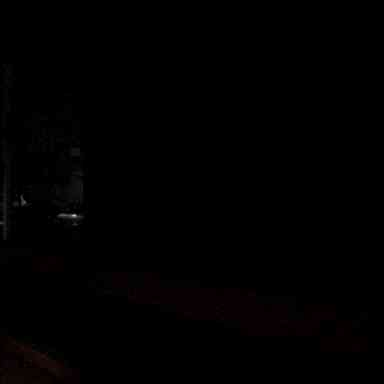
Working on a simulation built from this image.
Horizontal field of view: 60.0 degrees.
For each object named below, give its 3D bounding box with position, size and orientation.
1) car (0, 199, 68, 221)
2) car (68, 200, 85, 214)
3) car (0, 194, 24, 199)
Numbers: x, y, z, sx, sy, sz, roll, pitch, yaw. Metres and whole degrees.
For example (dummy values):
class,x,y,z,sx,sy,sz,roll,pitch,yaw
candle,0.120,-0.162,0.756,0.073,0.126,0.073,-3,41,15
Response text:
class,x,y,z,sx,sy,sz,roll,pitch,yaw
car,-13.128,1.526,27.613,1.812,1.442,4.674,0,0,34
car,-11.613,1.526,36.329,1.812,1.442,4.674,0,0,31
car,-16.963,1.221,28.169,2.150,2.045,5.566,0,0,35
